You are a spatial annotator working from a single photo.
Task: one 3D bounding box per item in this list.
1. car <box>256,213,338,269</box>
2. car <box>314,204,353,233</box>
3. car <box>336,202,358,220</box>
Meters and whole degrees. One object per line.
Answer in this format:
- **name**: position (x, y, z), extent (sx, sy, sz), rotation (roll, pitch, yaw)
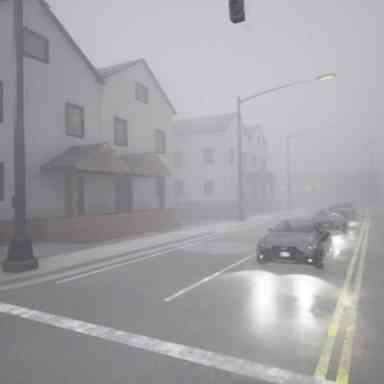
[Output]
- **car**: position (3.693, 1.660, 11.595), extent (1.994, 1.385, 4.181), rotation (-1, -1, 29)
- **car**: position (8.516, 1.682, 20.418), extent (1.994, 1.385, 4.181), rotation (-1, -1, 29)
- **car**: position (13.474, 1.644, 29.465), extent (1.837, 1.490, 4.892), rotation (-1, -1, 29)
